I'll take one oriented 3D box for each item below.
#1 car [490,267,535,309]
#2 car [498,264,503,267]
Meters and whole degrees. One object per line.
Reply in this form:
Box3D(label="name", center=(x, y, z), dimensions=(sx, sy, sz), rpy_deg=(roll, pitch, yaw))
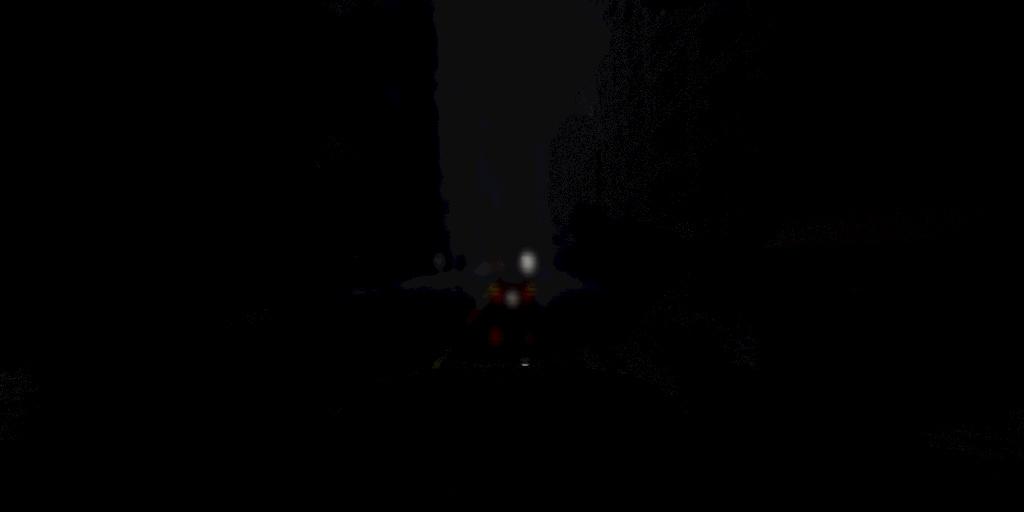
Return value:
Box3D(label="car", center=(0.037, 1.410, 15.752), dimensions=(1.812, 1.442, 4.674), rpy_deg=(0, 0, 1))
Box3D(label="car", center=(0.047, 1.585, 30.326), dimensions=(1.994, 1.385, 4.181), rpy_deg=(0, 0, 1))
